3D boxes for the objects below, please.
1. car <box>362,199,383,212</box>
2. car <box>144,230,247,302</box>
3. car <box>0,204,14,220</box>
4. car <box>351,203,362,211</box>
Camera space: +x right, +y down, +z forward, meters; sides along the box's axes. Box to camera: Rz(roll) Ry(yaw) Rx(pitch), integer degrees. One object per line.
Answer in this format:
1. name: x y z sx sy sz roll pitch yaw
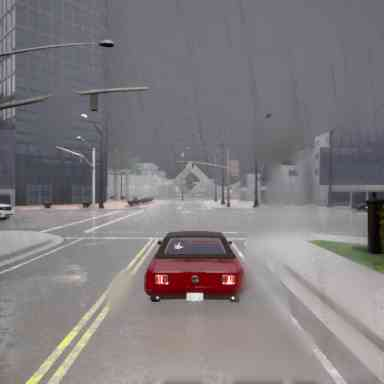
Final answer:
1. car: 20.961 1.496 34.128 5.357 1.411 2.033 0 0 -1
2. car: 0.070 1.601 8.214 1.895 1.301 4.718 0 0 0
3. car: -17.340 1.339 26.613 5.566 2.045 2.150 -1 0 0
4. car: 20.976 1.498 37.637 5.357 1.411 2.033 0 0 -1
